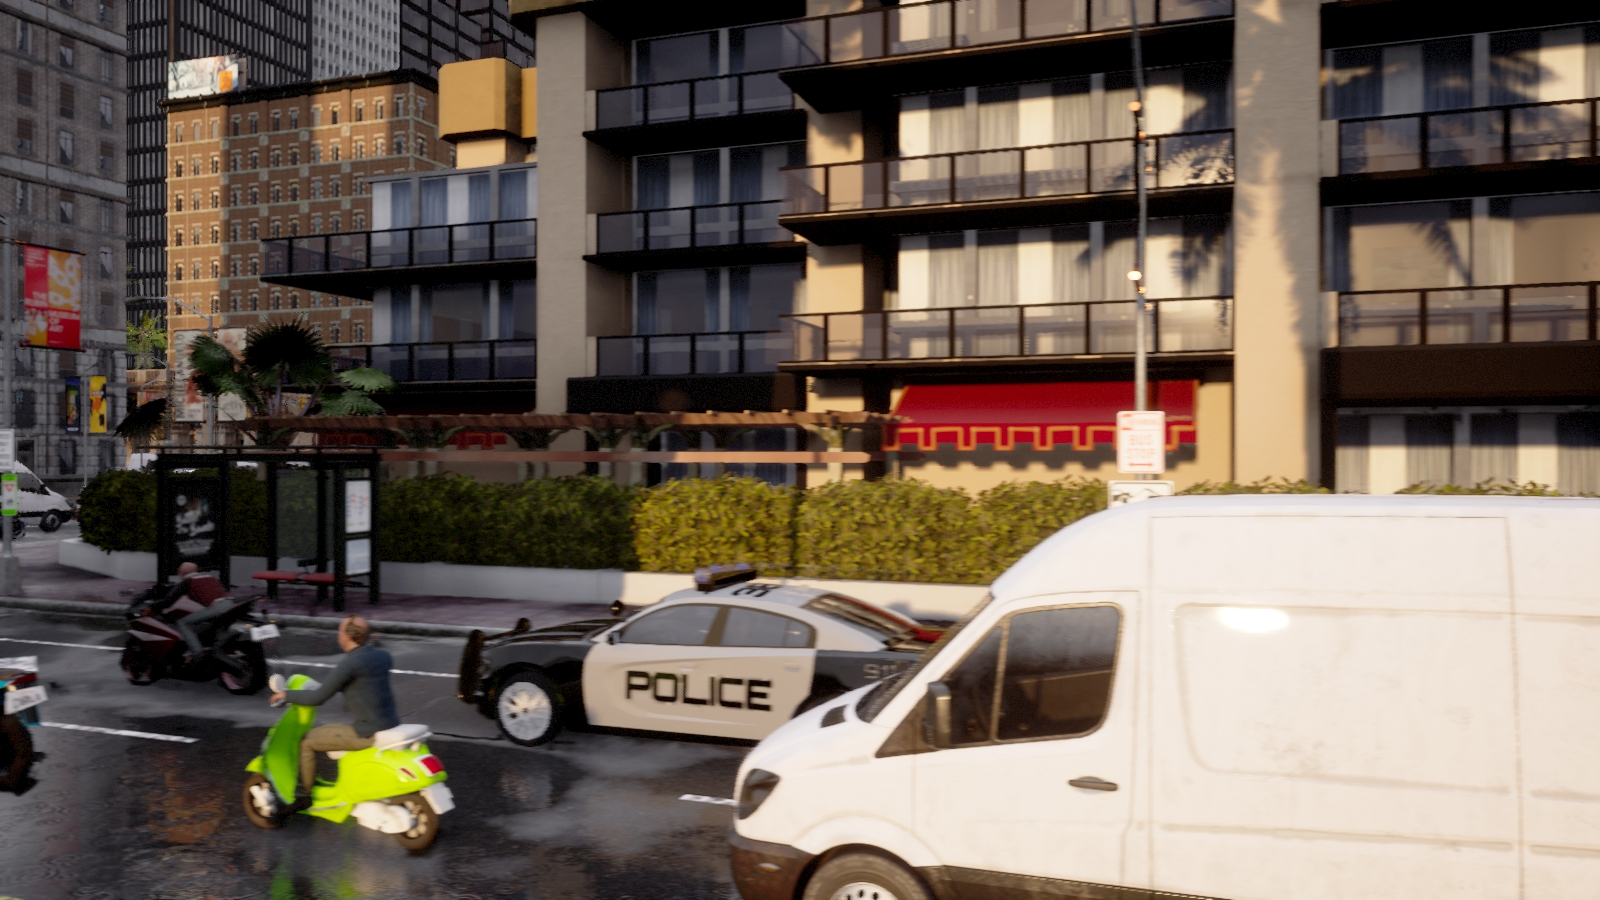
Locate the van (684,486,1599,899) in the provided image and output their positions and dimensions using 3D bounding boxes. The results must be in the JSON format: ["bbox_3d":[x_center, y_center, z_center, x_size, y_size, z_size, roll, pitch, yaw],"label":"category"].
[{"bbox_3d":[2.490,1.534,6.134,5.915,2.561,1.988,0,0,20],"label":"van"}]

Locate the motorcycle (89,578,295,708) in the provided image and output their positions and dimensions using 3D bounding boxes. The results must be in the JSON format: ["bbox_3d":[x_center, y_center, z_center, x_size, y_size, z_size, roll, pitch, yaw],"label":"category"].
[{"bbox_3d":[-7.089,2.205,13.327,2.209,1.251,0.867,0,0,20],"label":"motorcycle"}]

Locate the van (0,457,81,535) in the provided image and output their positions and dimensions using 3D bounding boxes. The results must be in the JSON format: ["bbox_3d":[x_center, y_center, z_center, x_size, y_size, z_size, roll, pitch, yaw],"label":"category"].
[{"bbox_3d":[-27.412,1.534,38.044,1.988,2.561,5.915,0,0,19],"label":"van"}]

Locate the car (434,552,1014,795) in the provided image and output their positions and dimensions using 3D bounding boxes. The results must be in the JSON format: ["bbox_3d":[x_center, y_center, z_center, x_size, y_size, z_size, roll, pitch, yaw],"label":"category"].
[{"bbox_3d":[-0.714,1.982,11.139,5.238,1.638,2.097,0,0,20],"label":"car"}]

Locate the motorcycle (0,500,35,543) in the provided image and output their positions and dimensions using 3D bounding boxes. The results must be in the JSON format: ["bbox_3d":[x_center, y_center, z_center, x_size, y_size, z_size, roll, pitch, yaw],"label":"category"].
[{"bbox_3d":[-24.709,2.205,34.899,0.867,1.251,2.209,0,0,16],"label":"motorcycle"}]

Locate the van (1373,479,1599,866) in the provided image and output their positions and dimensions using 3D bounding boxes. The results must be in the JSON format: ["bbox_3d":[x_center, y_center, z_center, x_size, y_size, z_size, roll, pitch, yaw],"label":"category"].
[{"bbox_3d":[7.470,1.534,8.075,5.915,2.561,1.988,0,0,19],"label":"van"}]
